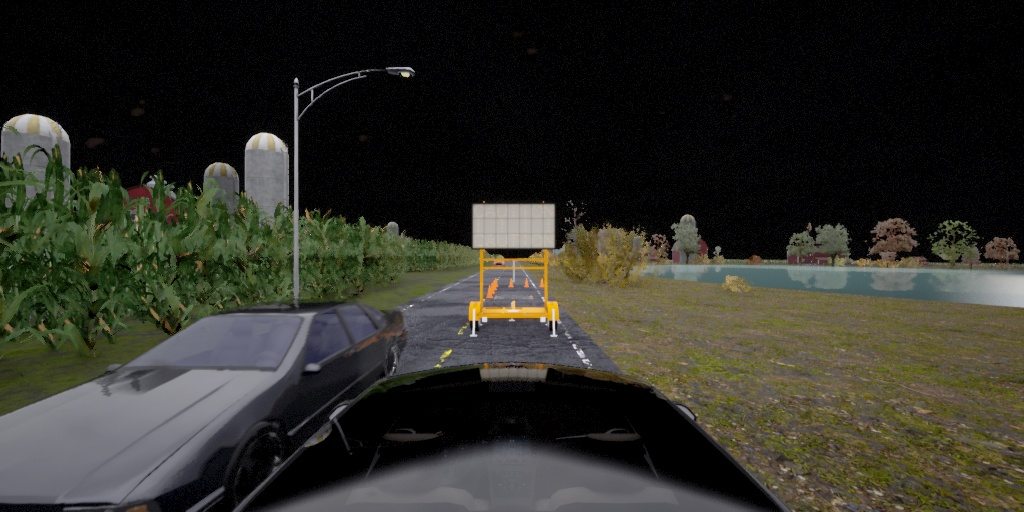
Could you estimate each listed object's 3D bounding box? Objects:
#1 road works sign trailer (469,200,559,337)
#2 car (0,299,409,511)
[{"bbox_3d":[0.051,0.217,10.295,2.380,3.560,2.880,0,0,0],"label":"road works sign trailer"},{"bbox_3d":[-2.829,1.298,4.429,2.033,1.411,5.357,0,0,0],"label":"car"}]
